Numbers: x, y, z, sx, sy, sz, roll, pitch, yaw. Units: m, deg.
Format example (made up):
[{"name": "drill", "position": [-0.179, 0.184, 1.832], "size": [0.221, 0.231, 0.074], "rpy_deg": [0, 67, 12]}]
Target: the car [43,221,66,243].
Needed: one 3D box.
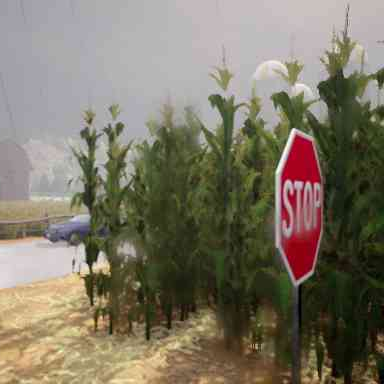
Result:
[{"name": "car", "position": [-5.031, 1.714, 16.759], "size": [1.812, 1.442, 4.674], "rpy_deg": [0, 0, 36]}]
